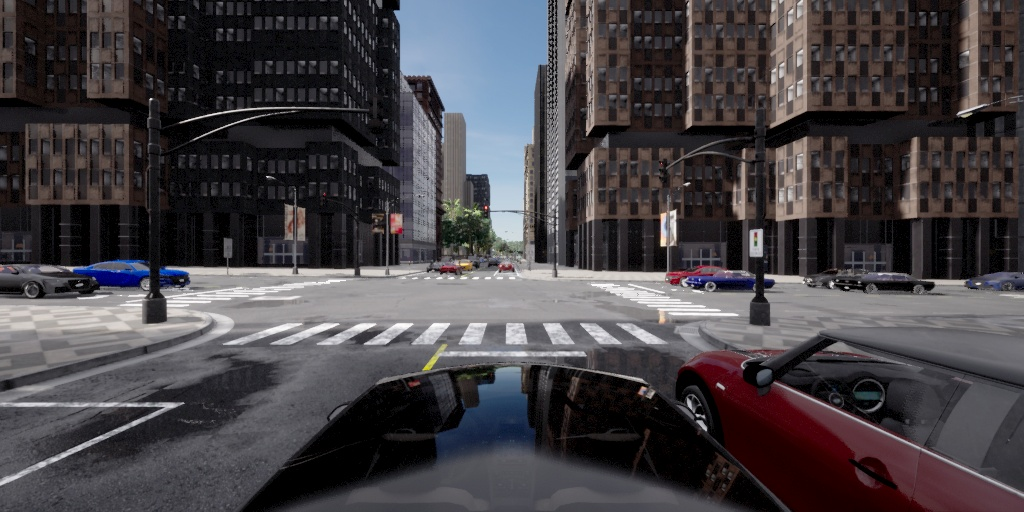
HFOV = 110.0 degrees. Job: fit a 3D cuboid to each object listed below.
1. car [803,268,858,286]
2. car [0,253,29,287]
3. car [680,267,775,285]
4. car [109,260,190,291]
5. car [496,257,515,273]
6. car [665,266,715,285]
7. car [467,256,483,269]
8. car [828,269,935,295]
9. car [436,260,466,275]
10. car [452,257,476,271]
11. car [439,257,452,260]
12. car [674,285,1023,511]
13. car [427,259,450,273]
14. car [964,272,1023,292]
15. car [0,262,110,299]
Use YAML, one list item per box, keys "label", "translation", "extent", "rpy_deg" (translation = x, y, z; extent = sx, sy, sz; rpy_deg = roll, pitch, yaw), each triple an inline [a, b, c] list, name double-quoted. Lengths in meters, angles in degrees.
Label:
- label: "car"
  translation: [23.751, 1.615, 25.789]
  extent: [4.892, 1.490, 1.837]
  rpy_deg: [1, 0, 0]
- label: "car"
  translation: [-28.950, 0.721, 18.755]
  extent: [4.553, 1.767, 2.097]
  rpy_deg: [1, 0, 0]
- label: "car"
  translation: [13.514, 1.567, 22.476]
  extent: [4.718, 1.301, 1.895]
  rpy_deg: [1, 0, 0]
- label: "car"
  translation: [-19.838, 0.975, 18.813]
  extent: [5.008, 1.535, 1.882]
  rpy_deg: [1, 0, 0]
- label: "car"
  translation: [-0.629, 1.193, 43.768]
  extent: [1.967, 1.591, 4.097]
  rpy_deg: [0, 0, 0]
- label: "car"
  translation: [13.631, 1.441, 25.733]
  extent: [5.008, 1.535, 1.882]
  rpy_deg: [1, 0, 0]
- label: "car"
  translation: [-6.588, 1.009, 59.271]
  extent: [2.150, 2.045, 5.566]
  rpy_deg: [0, 0, 0]
- label: "car"
  translation: [23.250, 1.708, 22.538]
  extent: [4.718, 1.301, 1.895]
  rpy_deg: [1, 0, 0]
- label: "car"
  translation: [-6.482, 1.344, 38.539]
  extent: [1.895, 1.301, 4.718]
  rpy_deg: [0, 0, 1]
- label: "car"
  translation: [-6.522, 1.242, 48.933]
  extent: [1.882, 1.535, 5.008]
  rpy_deg: [0, 0, 0]
- label: "car"
  translation: [-9.192, 1.080, 49.136]
  extent: [2.192, 1.841, 5.009]
  rpy_deg: [0, 0, 0]
- label: "car"
  translation: [2.763, 1.190, 2.378]
  extent: [1.967, 1.591, 4.097]
  rpy_deg: [0, 0, 0]
- label: "car"
  translation: [-9.154, 1.319, 43.711]
  extent: [1.948, 1.339, 4.313]
  rpy_deg: [0, 0, 0]
- label: "car"
  translation: [35.592, 1.846, 25.857]
  extent: [4.181, 1.385, 1.994]
  rpy_deg: [1, 0, 0]
- label: "car"
  translation: [-20.775, 1.052, 15.558]
  extent: [4.181, 1.385, 1.994]
  rpy_deg: [1, 0, 0]
